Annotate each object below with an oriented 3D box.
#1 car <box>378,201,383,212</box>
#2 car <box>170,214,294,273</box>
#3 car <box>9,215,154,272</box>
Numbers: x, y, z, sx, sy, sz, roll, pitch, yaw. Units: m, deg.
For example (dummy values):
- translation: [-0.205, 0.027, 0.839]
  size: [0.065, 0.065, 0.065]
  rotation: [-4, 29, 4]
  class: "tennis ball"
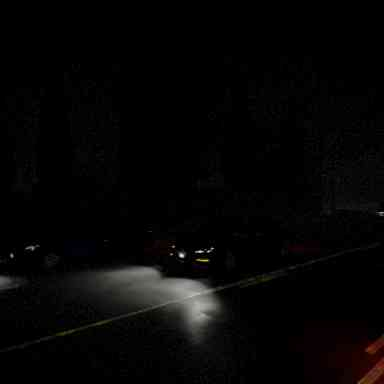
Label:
- translation: [24.461, 1.841, 41.620]
  size: [2.033, 1.411, 5.357]
  rotation: [0, -2, 32]
  class: "car"
- translation: [1.492, 1.509, 10.860]
  size: [4.892, 1.490, 1.837]
  rotation: [0, 0, -43]
  class: "car"
- translation: [-3.423, 1.529, 11.064]
  size: [4.674, 1.442, 1.812]
  rotation: [0, 0, -43]
  class: "car"
